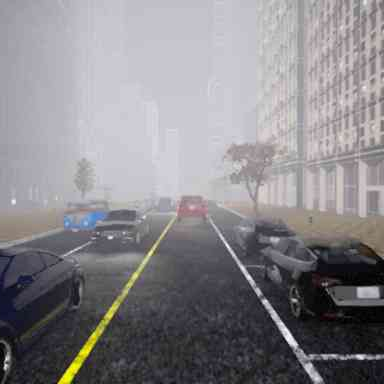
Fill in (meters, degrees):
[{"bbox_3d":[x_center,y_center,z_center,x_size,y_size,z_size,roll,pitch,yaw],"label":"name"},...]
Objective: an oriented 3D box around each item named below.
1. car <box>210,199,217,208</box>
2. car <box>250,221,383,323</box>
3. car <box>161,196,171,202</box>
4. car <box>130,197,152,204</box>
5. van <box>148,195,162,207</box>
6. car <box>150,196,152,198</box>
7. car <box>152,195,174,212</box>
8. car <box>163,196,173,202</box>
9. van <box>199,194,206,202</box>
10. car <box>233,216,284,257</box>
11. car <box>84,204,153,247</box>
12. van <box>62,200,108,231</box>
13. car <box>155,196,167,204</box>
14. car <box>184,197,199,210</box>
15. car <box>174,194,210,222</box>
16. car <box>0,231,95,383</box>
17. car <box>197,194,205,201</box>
[{"bbox_3d":[2.597,1.581,46.503,1.802,1.307,4.206,-1,0,0],"label":"car"},{"bbox_3d":[2.670,1.560,7.127,1.947,1.339,4.313,-1,0,0],"label":"car"},{"bbox_3d":[-5.835,1.581,74.613,2.008,1.369,4.403,-1,0,0],"label":"car"},{"bbox_3d":[-5.762,1.549,35.237,2.008,1.369,4.403,-1,0,0],"label":"car"},{"bbox_3d":[-5.797,1.349,52.112,1.690,1.788,3.998,-1,0,0],"label":"van"},{"bbox_3d":[-5.773,1.526,40.692,1.752,1.417,4.829,-1,0,0],"label":"car"},{"bbox_3d":[-3.087,1.349,39.236,2.097,1.767,4.553,0,0,0],"label":"car"},{"bbox_3d":[-5.846,1.588,80.237,2.008,1.369,4.403,-1,0,0],"label":"car"},{"bbox_3d":[2.530,1.373,80.254,1.690,1.788,3.998,-1,0,0],"label":"van"},{"bbox_3d":[2.660,1.558,12.752,1.947,1.339,4.313,-1,0,0],"label":"car"},{"bbox_3d":[-3.113,1.500,15.163,1.837,1.490,4.892,0,0,0],"label":"car"},{"bbox_3d":[-5.734,1.337,18.362,1.690,1.788,3.998,-1,0,0],"label":"van"},{"bbox_3d":[-5.814,1.562,63.362,1.887,1.381,4.507,-1,0,0],"label":"car"},{"bbox_3d":[-0.004,1.505,43.825,1.837,1.490,4.892,0,1,0],"label":"car"},{"bbox_3d":[0.006,1.216,26.182,2.150,2.045,5.566,0,0,0],"label":"car"},{"bbox_3d":[-3.096,1.563,4.876,1.994,1.385,4.181,0,0,0],"label":"car"},{"bbox_3d":[2.512,1.488,91.503,1.967,1.590,4.097,-1,0,0],"label":"car"}]
